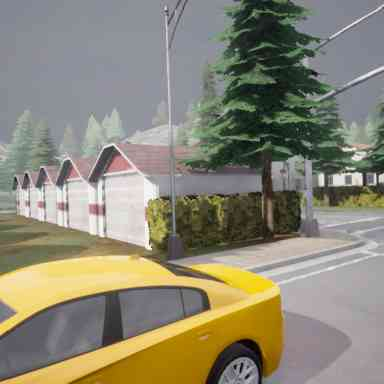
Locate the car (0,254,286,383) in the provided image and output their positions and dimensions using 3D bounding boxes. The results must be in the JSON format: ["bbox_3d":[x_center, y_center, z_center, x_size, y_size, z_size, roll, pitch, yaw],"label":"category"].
[{"bbox_3d":[-1.277,1.452,3.078,5.008,1.535,1.882,-2,1,-35],"label":"car"}]
